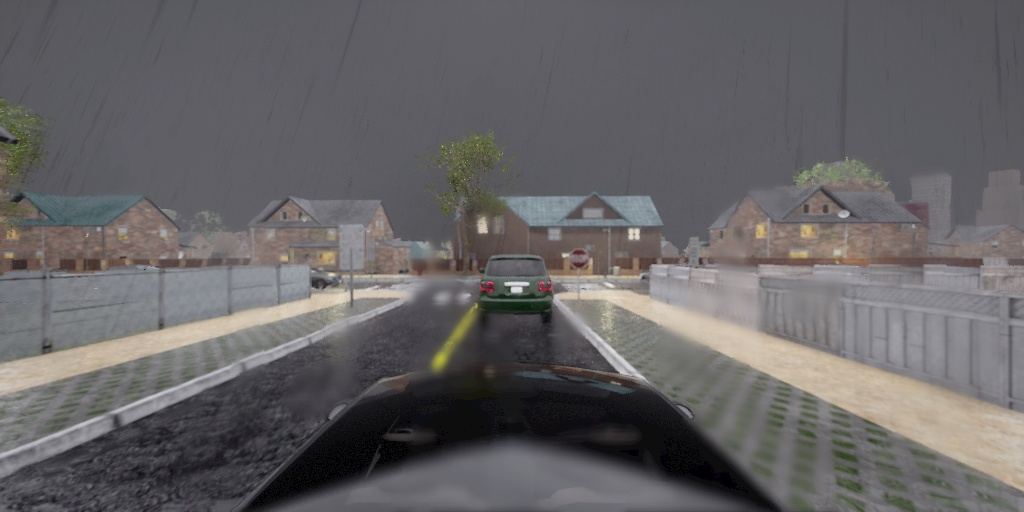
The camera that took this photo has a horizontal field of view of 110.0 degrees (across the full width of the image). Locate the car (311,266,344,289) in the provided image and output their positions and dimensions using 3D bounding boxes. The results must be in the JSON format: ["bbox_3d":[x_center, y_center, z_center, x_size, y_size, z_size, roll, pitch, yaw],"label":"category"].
[{"bbox_3d":[-13.106,1.334,22.594,4.674,1.442,1.812,0,1,2],"label":"car"}]

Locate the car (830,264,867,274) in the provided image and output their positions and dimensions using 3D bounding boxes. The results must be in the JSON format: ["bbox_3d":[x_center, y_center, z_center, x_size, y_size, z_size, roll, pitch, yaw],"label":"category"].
[{"bbox_3d":[22.123,1.281,24.363,5.357,1.411,2.033,0,1,2],"label":"car"}]

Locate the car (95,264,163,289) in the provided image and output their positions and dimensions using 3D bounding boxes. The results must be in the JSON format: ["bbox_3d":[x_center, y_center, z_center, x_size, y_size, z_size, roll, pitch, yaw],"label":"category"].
[{"bbox_3d":[-23.606,1.282,22.949,5.008,1.535,1.882,0,1,2],"label":"car"}]

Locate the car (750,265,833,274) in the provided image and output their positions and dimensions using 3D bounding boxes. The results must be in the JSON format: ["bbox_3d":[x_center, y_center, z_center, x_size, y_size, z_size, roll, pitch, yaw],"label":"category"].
[{"bbox_3d":[16.304,1.365,21.630,4.181,1.385,1.994,0,1,2],"label":"car"}]

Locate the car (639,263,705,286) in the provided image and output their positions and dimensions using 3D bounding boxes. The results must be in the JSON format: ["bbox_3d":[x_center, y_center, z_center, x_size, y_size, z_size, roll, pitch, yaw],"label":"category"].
[{"bbox_3d":[11.328,1.229,24.723,4.902,1.511,2.128,0,1,2],"label":"car"}]

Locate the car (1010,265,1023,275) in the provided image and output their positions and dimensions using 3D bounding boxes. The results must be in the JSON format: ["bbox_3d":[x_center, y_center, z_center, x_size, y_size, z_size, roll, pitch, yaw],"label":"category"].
[{"bbox_3d":[35.422,1.316,24.744,4.181,1.385,1.994,0,1,-8],"label":"car"}]

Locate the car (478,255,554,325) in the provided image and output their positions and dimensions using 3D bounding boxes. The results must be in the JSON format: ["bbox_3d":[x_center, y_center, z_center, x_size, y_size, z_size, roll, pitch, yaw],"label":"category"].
[{"bbox_3d":[0.050,0.983,12.083,2.150,2.045,5.566,0,0,-2],"label":"car"}]
